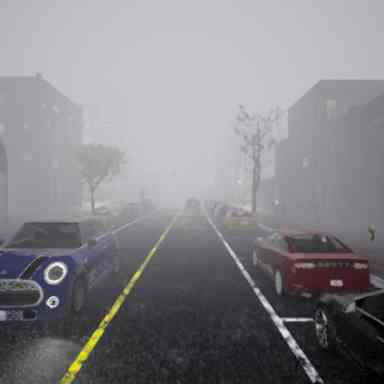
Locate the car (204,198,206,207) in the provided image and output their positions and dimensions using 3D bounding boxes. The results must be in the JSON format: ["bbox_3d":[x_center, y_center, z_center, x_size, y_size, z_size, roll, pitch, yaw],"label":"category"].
[{"bbox_3d":[2.813,1.728,44.460,1.802,1.307,4.206,0,0,0],"label":"car"}]

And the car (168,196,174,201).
[{"bbox_3d":[-5.804,1.873,92.151,1.887,1.381,4.507,0,0,0],"label":"car"}]

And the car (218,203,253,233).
[{"bbox_3d":[2.752,1.588,19.693,1.752,1.417,4.829,0,0,0],"label":"car"}]

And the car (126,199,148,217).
[{"bbox_3d":[-5.816,1.656,32.538,2.008,1.369,4.403,1,0,0],"label":"car"}]

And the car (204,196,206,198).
[{"bbox_3d":[2.809,1.724,53.462,1.887,1.381,4.507,0,0,0],"label":"car"}]

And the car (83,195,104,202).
[{"bbox_3d":[-20.018,1.389,66.792,4.507,1.381,1.887,1,-2,-1],"label":"car"}]

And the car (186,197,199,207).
[{"bbox_3d":[0.083,1.676,54.953,2.128,1.511,4.902,0,0,0],"label":"car"}]

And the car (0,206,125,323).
[{"bbox_3d":[-3.100,1.376,7.522,2.097,1.767,4.553,0,0,0],"label":"car"}]

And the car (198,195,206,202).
[{"bbox_3d":[2.780,1.764,90.932,1.967,1.590,4.097,0,0,0],"label":"car"}]

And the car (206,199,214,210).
[{"bbox_3d":[2.815,1.681,35.458,1.947,1.339,4.313,0,0,0],"label":"car"}]

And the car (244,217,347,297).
[{"bbox_3d":[2.702,1.572,8.456,1.887,1.381,4.507,0,0,0],"label":"car"}]

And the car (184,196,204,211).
[{"bbox_3d":[0.087,1.498,43.747,2.097,1.767,4.553,0,0,0],"label":"car"}]

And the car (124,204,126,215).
[{"bbox_3d":[-5.759,1.593,21.302,1.752,1.417,4.829,1,0,0],"label":"car"}]

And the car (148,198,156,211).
[{"bbox_3d":[-5.826,1.583,43.357,1.967,1.590,4.097,0,0,0],"label":"car"}]

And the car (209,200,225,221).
[{"bbox_3d":[2.789,1.640,27.913,2.008,1.369,4.403,0,0,0],"label":"car"}]

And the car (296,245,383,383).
[{"bbox_3d":[2.696,1.577,3.229,1.947,1.339,4.313,1,0,0],"label":"car"}]
